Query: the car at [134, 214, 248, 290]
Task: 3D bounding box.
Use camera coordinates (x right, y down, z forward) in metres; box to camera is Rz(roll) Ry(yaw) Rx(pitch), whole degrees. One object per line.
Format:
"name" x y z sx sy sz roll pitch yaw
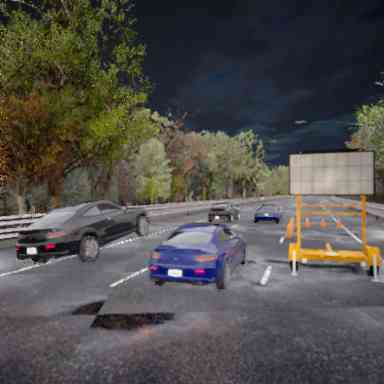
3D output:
"car" 0.364 1.580 9.303 1.812 1.442 4.674 0 0 18

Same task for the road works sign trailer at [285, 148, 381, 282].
"road works sign trailer" 4.212 0.514 10.160 2.380 3.560 2.880 0 0 19

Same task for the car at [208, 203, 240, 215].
"car" 2.668 1.653 27.226 1.837 1.490 4.892 0 0 18

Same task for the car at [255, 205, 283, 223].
"car" 6.287 1.701 26.994 1.994 1.385 4.181 0 0 19

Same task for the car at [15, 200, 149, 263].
"car" -3.052 0.983 10.079 1.812 1.442 4.674 -6 4 21
